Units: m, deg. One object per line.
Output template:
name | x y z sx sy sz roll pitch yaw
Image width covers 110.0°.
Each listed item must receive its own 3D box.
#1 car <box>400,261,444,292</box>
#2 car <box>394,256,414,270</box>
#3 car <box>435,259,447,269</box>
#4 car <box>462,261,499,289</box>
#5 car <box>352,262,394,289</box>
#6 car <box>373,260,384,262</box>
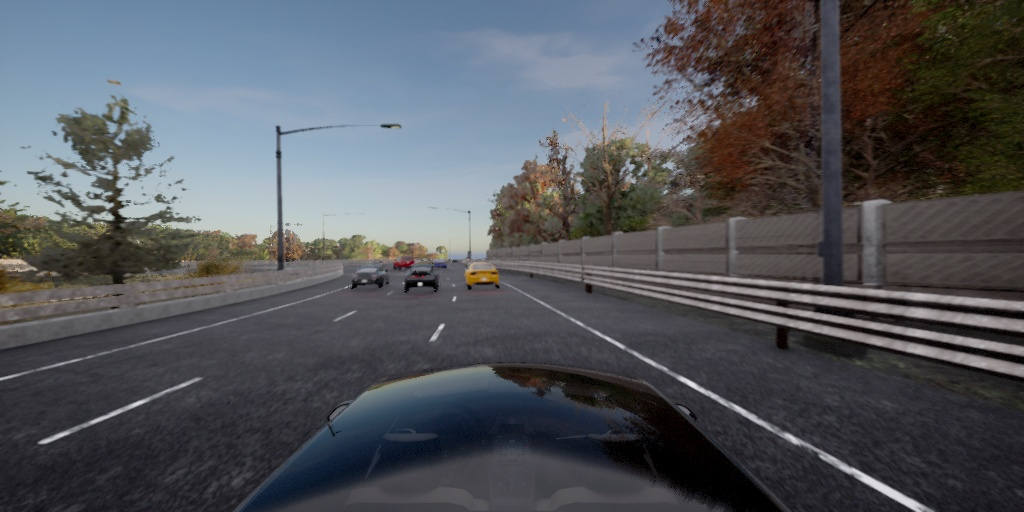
car | -5.311 1.258 21.635 1.837 1.490 4.892 -1 0 -9
car | -15.927 1.011 52.903 2.150 2.045 5.566 -1 0 -29
car | -10.899 1.186 54.469 1.882 1.535 5.008 -1 1 -13
car | -2.003 1.174 22.956 1.882 1.535 5.008 -1 0 -10
car | -9.270 1.332 23.717 1.812 1.442 4.674 -1 0 -11
car | -19.758 1.346 52.617 2.128 1.511 4.902 -1 0 -29
